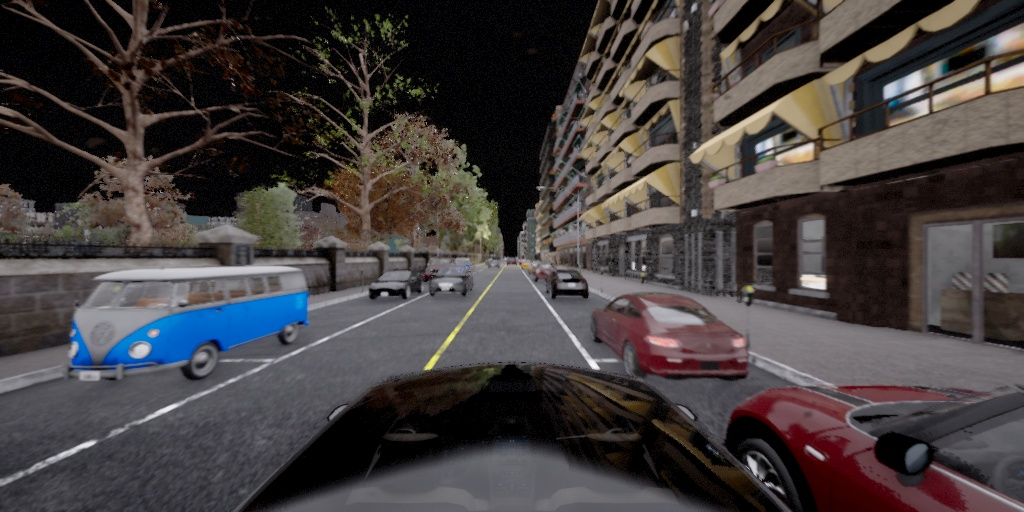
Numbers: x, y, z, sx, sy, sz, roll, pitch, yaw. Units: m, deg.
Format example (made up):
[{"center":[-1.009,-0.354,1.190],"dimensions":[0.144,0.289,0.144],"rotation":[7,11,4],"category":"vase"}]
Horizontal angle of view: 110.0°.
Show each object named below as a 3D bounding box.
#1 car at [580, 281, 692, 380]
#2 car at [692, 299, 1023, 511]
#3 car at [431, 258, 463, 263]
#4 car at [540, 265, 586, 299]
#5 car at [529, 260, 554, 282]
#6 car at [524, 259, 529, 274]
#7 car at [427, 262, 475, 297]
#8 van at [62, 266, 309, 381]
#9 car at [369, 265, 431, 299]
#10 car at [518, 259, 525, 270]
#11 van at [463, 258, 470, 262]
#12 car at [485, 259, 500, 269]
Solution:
[{"center":[2.690,1.339,6.933],"dimensions":[1.802,1.307,4.207],"rotation":[0,0,0],"category":"car"},{"center":[2.691,1.189,1.303],"dimensions":[1.967,1.591,4.097],"rotation":[0,0,0],"category":"car"},{"center":[-5.696,1.109,29.451],"dimensions":[2.192,1.841,5.009],"rotation":[0,0,0],"category":"car"},{"center":[2.687,1.340,18.194],"dimensions":[1.948,1.339,4.313],"rotation":[0,0,0],"category":"car"},{"center":[2.684,1.235,29.453],"dimensions":[1.967,1.591,4.097],"rotation":[0,0,0],"category":"car"},{"center":[2.682,1.345,40.884],"dimensions":[1.751,1.417,4.829],"rotation":[0,0,0],"category":"car"},{"center":[-3.104,1.267,19.180],"dimensions":[2.128,1.511,4.902],"rotation":[0,0,0],"category":"car"},{"center":[-5.691,1.098,6.931],"dimensions":[1.690,1.789,3.998],"rotation":[0,0,0],"category":"van"},{"center":[-5.694,1.340,18.192],"dimensions":[1.948,1.339,4.313],"rotation":[0,0,0],"category":"car"},{"center":[2.337,1.312,54.558],"dimensions":[1.801,1.575,5.366],"rotation":[0,0,0],"category":"car"},{"center":[-5.699,1.160,40.711],"dimensions":[1.690,1.789,3.998],"rotation":[0,0,0],"category":"van"},{"center":[-3.058,1.362,60.450],"dimensions":[2.128,1.511,4.902],"rotation":[0,0,1],"category":"car"}]
